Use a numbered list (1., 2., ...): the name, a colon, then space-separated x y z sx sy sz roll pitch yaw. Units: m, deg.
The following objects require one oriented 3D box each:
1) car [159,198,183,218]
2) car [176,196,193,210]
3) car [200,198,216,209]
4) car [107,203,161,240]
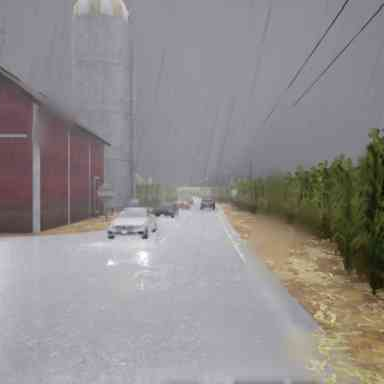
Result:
1. car: -2.302 1.546 30.207 2.033 1.411 5.357 0 0 3
2. car: -1.415 1.351 42.985 2.097 1.767 4.553 0 0 4
3. car: 2.199 1.490 45.221 2.128 1.511 4.902 0 0 4
4. car: -2.942 1.525 17.199 1.812 1.442 4.674 0 0 2
